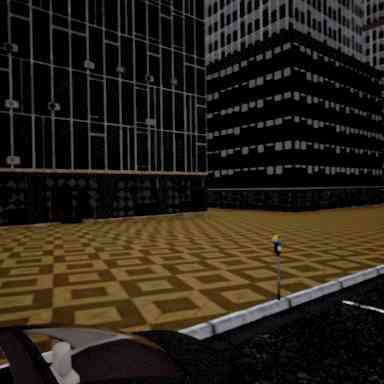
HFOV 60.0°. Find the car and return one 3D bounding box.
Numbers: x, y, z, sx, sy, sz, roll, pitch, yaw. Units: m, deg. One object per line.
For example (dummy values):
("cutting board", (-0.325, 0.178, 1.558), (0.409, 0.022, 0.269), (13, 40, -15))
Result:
("car", (-1.580, 1.552, 1.423), (4.403, 1.369, 2.008), (0, -1, -39))
